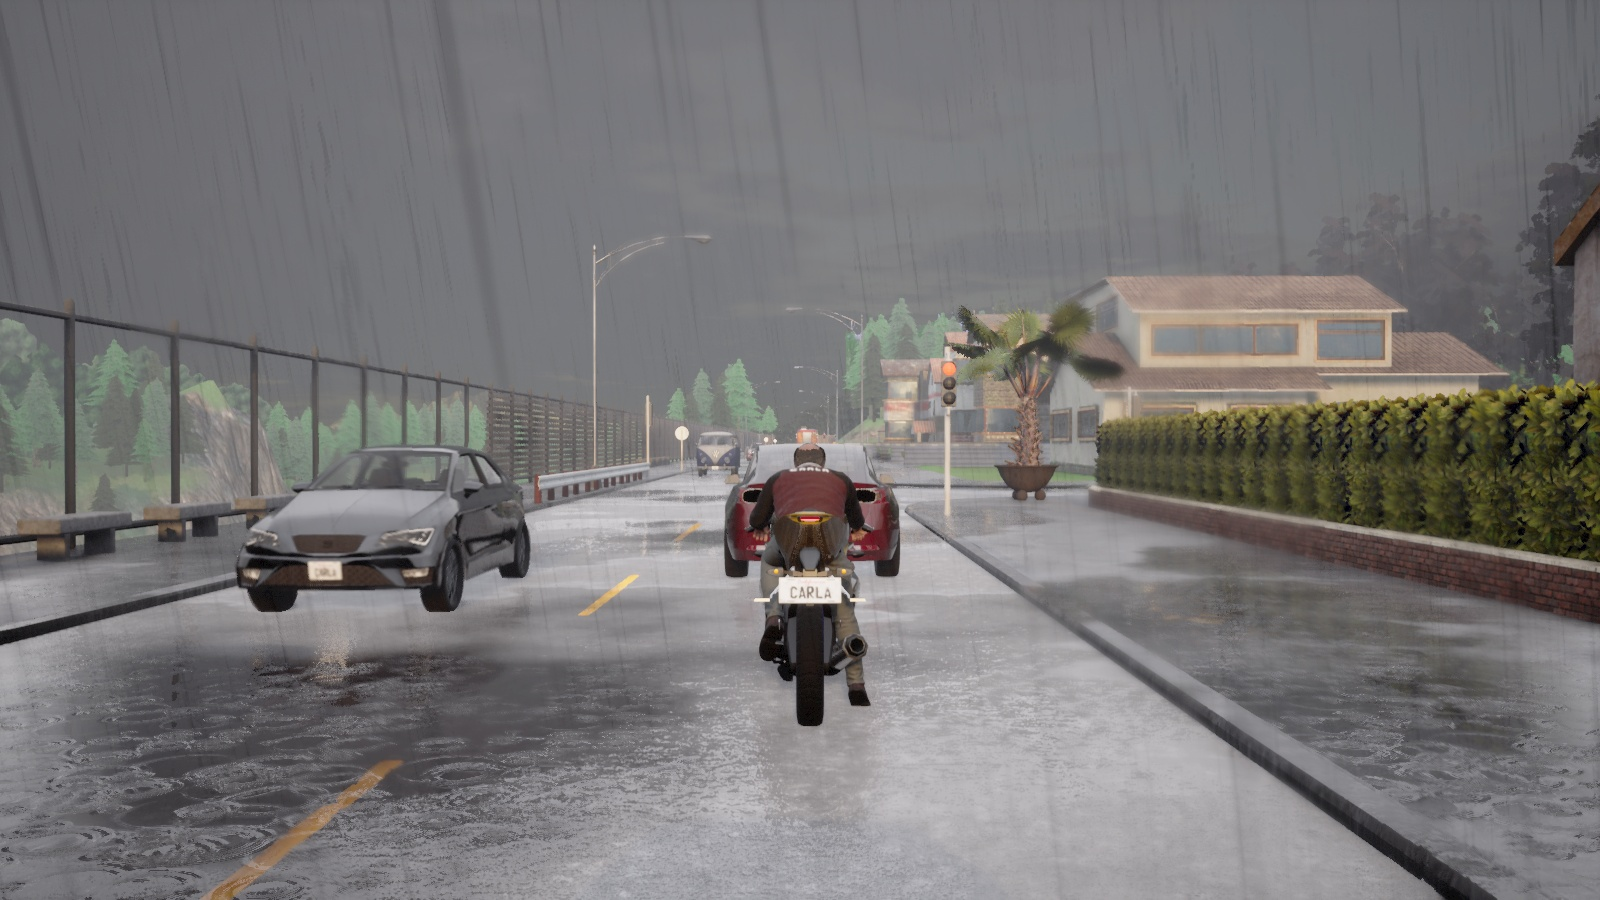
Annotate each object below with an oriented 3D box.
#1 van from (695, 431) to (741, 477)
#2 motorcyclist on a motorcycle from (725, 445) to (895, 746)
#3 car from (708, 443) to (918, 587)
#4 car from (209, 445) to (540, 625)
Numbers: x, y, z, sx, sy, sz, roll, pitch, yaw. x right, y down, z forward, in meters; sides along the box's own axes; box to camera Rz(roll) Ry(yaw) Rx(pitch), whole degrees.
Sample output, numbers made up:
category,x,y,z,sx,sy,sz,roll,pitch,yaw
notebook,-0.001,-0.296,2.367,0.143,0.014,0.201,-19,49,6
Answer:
category,x,y,z,sx,sy,sz,roll,pitch,yaw
van,-3.672,0.174,56.809,1.775,1.987,4.442,0,0,0
motorcyclist on a motorcycle,0.056,0.739,7.498,0.866,1.530,2.191,0,0,0
car,0.124,0.659,15.372,2.163,1.488,4.792,0,0,0
car,-3.917,0.687,12.377,1.816,1.474,4.193,0,0,0
